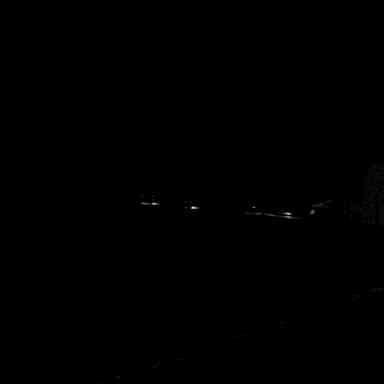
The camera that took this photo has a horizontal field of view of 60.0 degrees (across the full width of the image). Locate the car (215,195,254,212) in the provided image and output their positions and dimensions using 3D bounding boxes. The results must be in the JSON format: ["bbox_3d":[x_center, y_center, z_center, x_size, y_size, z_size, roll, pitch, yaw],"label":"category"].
[{"bbox_3d":[4.300,1.102,32.513,2.128,1.511,4.902,1,1,-35],"label":"car"}]

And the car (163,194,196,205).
[{"bbox_3d":[-1.646,0.988,41.076,2.033,1.411,5.357,1,1,-35],"label":"car"}]

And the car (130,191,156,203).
[{"bbox_3d":[-7.438,0.627,49.491,2.097,1.767,4.553,1,1,-34],"label":"car"}]

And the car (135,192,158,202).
[{"bbox_3d":[-7.529,0.796,54.656,1.994,1.385,4.181,1,1,-34],"label":"car"}]

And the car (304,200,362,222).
[{"bbox_3d":[10.641,1.318,23.387,1.812,1.442,4.674,1,1,-35],"label":"car"}]

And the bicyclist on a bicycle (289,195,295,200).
[{"bbox_3d":[10.265,1.137,34.393,1.656,1.620,0.582,0,1,-35],"label":"bicyclist on a bicycle"}]

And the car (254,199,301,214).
[{"bbox_3d":[8.532,1.290,31.588,1.895,1.301,4.718,1,1,-35],"label":"car"}]
